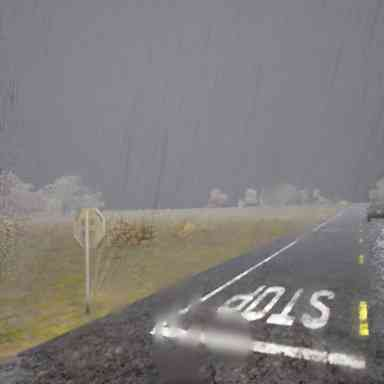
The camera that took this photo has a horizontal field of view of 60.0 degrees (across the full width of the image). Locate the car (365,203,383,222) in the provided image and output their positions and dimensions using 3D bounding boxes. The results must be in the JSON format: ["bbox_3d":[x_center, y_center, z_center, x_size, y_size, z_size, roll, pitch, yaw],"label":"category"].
[{"bbox_3d":[20.896,2.279,37.379,2.150,2.045,5.566,-3,-3,28],"label":"car"}]

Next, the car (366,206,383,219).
[{"bbox_3d":[25.270,2.806,45.992,2.128,1.511,4.902,-3,-3,27],"label":"car"}]
